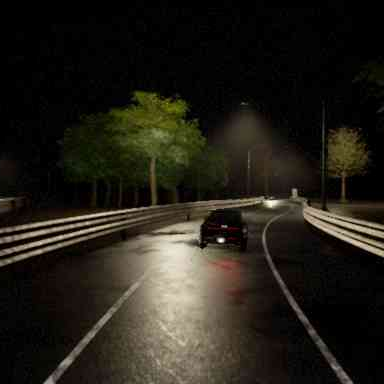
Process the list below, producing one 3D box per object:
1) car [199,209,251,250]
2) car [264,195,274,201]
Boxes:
[{"bbox_3d":[1.492,1.512,14.557,1.837,1.490,4.892,0,0,10],"label":"car"},{"bbox_3d":[20.210,1.569,87.974,1.895,1.301,4.718,0,0,2],"label":"car"}]
